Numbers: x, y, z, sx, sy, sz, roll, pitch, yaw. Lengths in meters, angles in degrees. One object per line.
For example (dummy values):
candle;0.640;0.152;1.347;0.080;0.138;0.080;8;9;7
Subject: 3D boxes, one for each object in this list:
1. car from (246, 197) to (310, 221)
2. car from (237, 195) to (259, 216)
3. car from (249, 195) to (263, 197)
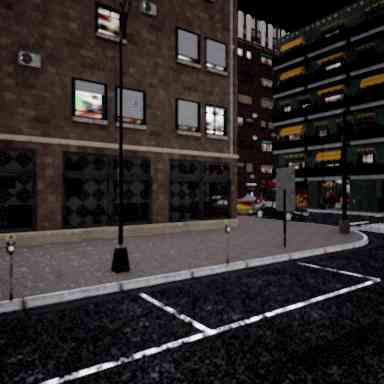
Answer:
car;6.475;1.332;24.328;2.008;1.369;4.403;1;0;-36
car;3.304;1.231;28.695;1.752;1.417;4.829;1;0;-36
car;6.734;1.071;38.235;1.967;1.590;4.097;1;0;-36
